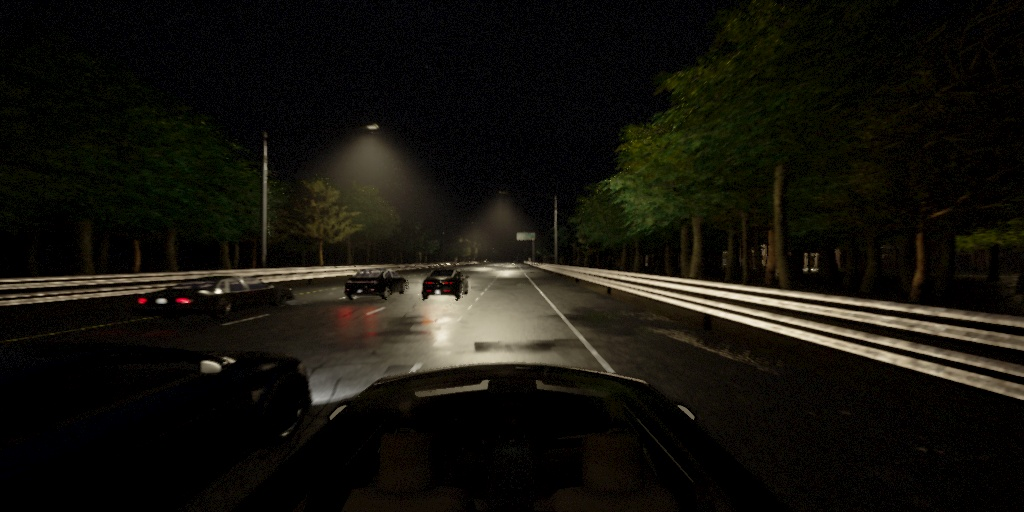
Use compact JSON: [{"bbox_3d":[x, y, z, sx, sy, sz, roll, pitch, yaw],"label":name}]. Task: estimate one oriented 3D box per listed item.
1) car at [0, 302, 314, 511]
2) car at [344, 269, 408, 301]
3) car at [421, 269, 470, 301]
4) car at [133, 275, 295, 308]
[{"bbox_3d":[-3.401,1.323,2.654,1.994,1.385,4.181,0,-1,0],"label":"car"},{"bbox_3d":[-6.890,1.418,18.653,2.128,1.511,4.902,0,-1,0],"label":"car"},{"bbox_3d":[-3.390,1.434,18.805,1.837,1.490,4.892,0,-1,0],"label":"car"},{"bbox_3d":[-10.397,1.411,13.147,2.033,1.411,5.357,0,-1,0],"label":"car"}]
